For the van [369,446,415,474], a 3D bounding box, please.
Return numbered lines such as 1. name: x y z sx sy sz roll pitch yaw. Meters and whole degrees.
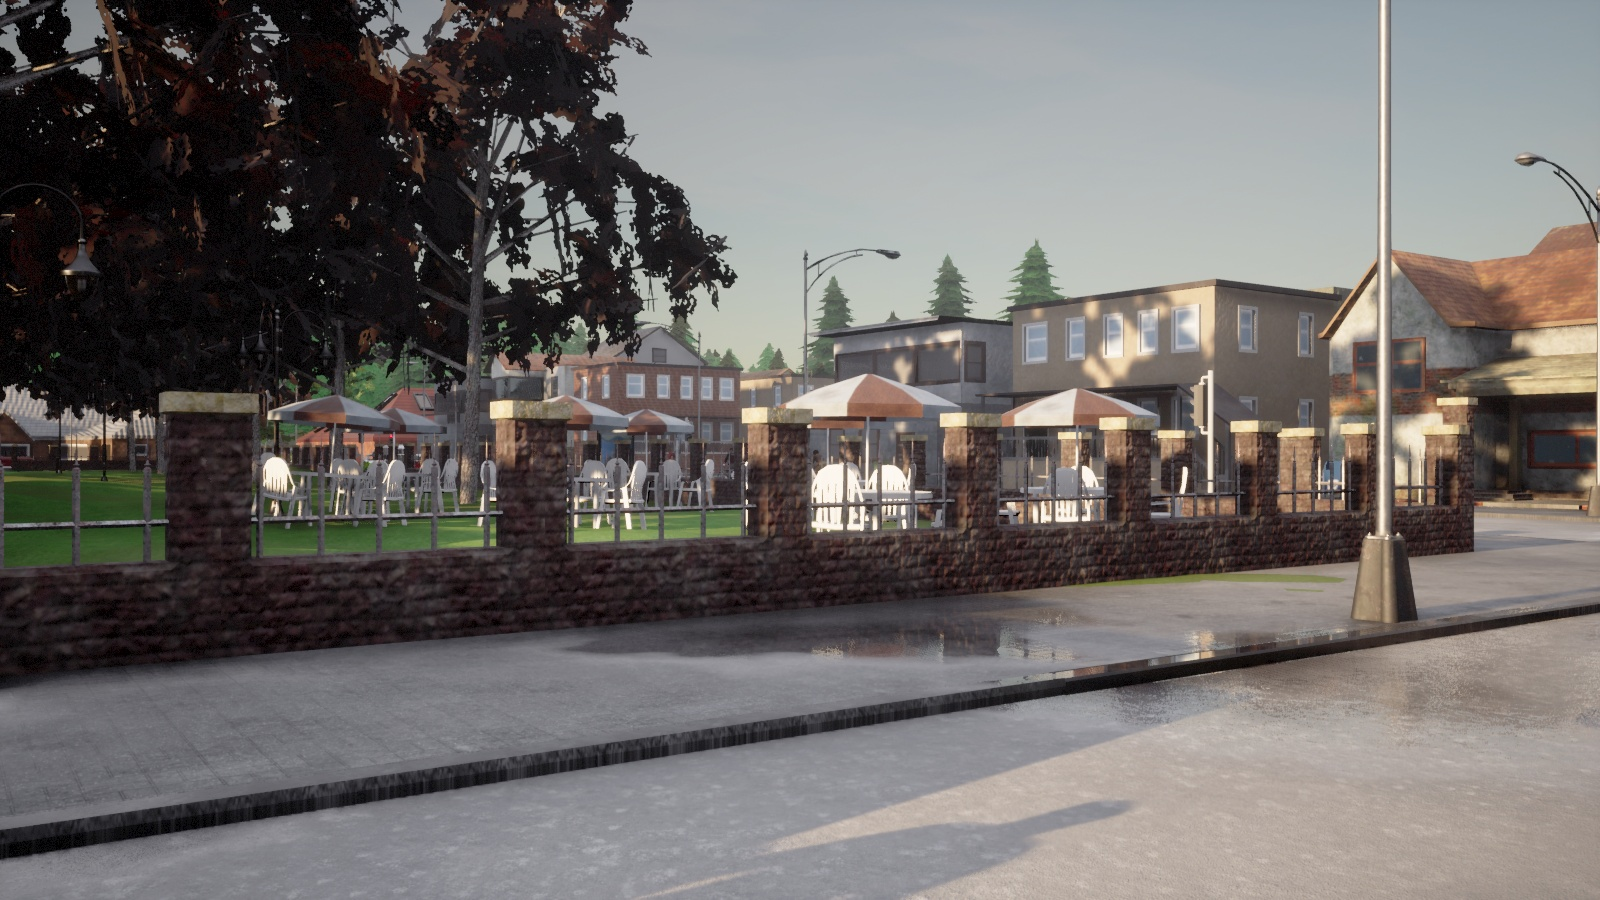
1. van: -30.423 0.761 93.524 2.069 2.038 4.480 0 0 -35
